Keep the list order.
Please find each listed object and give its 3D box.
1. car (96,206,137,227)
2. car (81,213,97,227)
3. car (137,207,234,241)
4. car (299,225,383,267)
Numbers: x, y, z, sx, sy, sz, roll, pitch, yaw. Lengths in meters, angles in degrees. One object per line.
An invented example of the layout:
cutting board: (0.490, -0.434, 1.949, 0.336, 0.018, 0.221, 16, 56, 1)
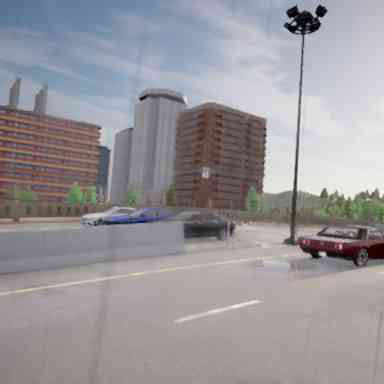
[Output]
car: (-2.608, 1.642, 19.257, 5.008, 1.535, 1.882, 3, -2, -35)
car: (-4.884, 1.678, 21.936, 4.674, 1.442, 1.812, 3, -2, -35)
car: (-0.031, 1.694, 16.790, 4.892, 1.490, 1.837, 3, -2, -35)
car: (6.210, 1.904, 12.468, 4.718, 1.301, 1.895, 4, -2, -35)
